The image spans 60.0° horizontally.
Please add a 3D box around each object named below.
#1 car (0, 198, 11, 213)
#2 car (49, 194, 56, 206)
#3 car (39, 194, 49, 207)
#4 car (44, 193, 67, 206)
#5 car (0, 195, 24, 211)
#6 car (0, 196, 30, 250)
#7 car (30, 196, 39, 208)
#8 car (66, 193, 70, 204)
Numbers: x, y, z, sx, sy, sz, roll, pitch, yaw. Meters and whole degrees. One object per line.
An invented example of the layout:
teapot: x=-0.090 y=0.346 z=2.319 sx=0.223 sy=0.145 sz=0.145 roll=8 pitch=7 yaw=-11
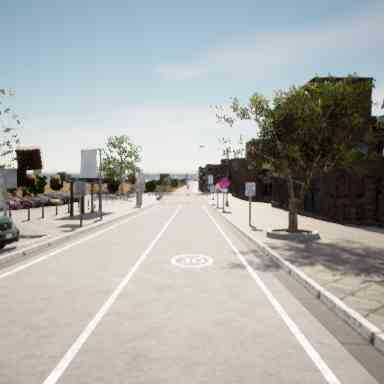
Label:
car: x=-22.095 y=1.397 z=35.377 sx=4.674 sy=1.452 sz=2.002 roll=0 pitch=0 yaw=0
car: x=-22.141 y=1.366 z=46.478 sx=4.792 sy=1.488 sz=2.163 roll=0 pitch=0 yaw=0
car: x=-22.102 y=1.342 z=43.704 sx=4.892 sy=1.521 sz=2.231 roll=0 pitch=0 yaw=0
car: x=-21.930 y=1.329 z=49.253 sx=5.366 sy=1.575 sz=1.946 roll=0 pitch=0 yaw=0
car: x=-22.132 y=1.226 z=38.153 sx=4.553 sy=1.767 sz=2.185 roll=0 pitch=0 yaw=0
car: x=-8.956 y=1.164 z=11.284 sx=5.566 sy=2.045 sz=2.435 roll=0 pitch=0 yaw=0
car: x=-22.111 y=1.346 z=40.929 sx=5.008 sy=1.535 sz=2.097 roll=0 pitch=0 yaw=0
car: x=-22.149 y=1.357 z=52.030 sx=4.792 sy=1.488 sz=2.163 roll=0 pitch=0 yaw=0
